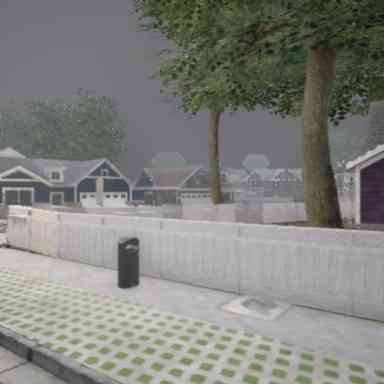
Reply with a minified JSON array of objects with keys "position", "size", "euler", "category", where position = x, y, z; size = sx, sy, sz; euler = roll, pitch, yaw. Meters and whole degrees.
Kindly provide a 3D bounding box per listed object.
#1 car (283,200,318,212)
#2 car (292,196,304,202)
[{"position":[14.080,1.759,43.086],"size":[4.892,1.490,1.837],"euler":[0,-1,-35],"category":"car"},{"position":[14.179,1.464,39.678],"size":[5.566,2.045,2.150],"euler":[0,0,-35],"category":"car"}]
